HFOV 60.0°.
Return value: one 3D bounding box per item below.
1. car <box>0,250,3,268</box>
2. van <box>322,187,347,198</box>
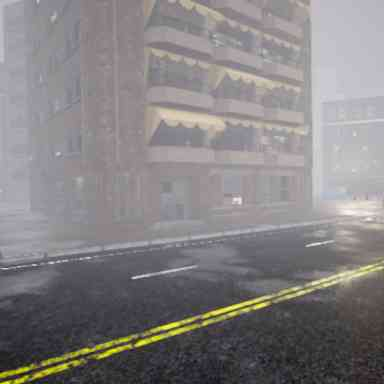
[{"bbox_3d":[-6.740,1.519,6.887,4.902,1.511,2.128,-1,1,-35],"label":"car"},{"bbox_3d":[24.966,0.092,58.185,3.998,1.788,1.690,0,0,21],"label":"van"}]
